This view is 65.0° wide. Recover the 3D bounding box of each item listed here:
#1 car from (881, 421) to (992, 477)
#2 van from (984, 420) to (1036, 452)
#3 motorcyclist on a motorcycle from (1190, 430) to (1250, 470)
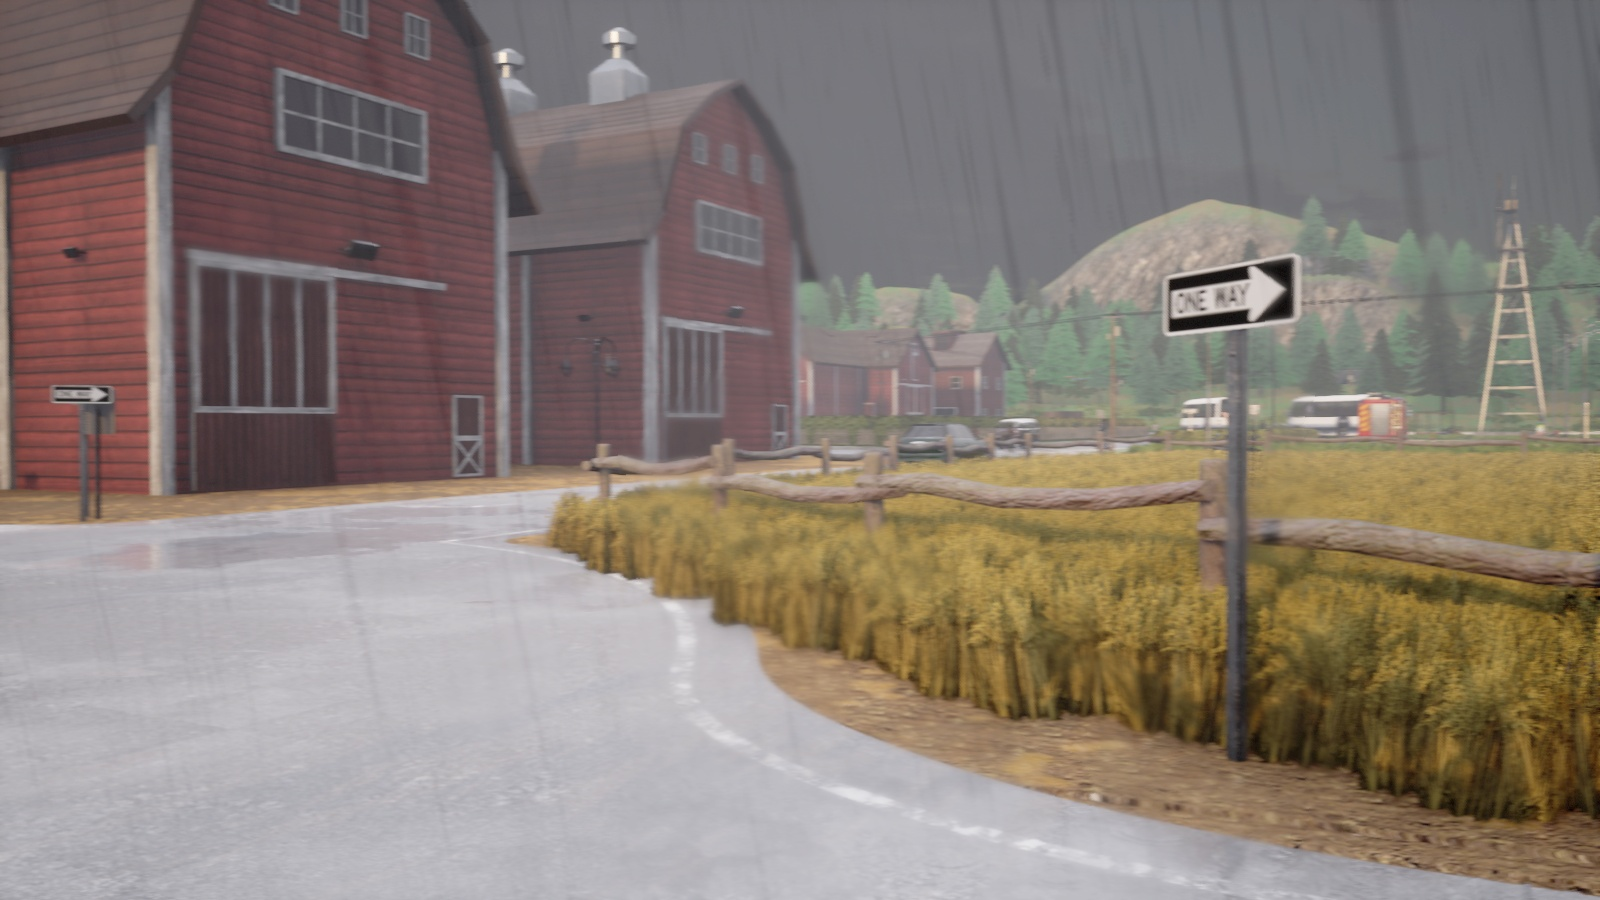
[{"bbox_3d":[4.647,-0.080,42.121,2.097,1.767,4.553,1,1,28],"label":"car"},{"bbox_3d":[13.968,-0.949,83.482,2.069,2.038,4.480,1,1,28],"label":"van"},{"bbox_3d":[16.706,-0.006,49.930,2.191,1.530,0.866,1,2,21],"label":"motorcyclist on a motorcycle"}]
